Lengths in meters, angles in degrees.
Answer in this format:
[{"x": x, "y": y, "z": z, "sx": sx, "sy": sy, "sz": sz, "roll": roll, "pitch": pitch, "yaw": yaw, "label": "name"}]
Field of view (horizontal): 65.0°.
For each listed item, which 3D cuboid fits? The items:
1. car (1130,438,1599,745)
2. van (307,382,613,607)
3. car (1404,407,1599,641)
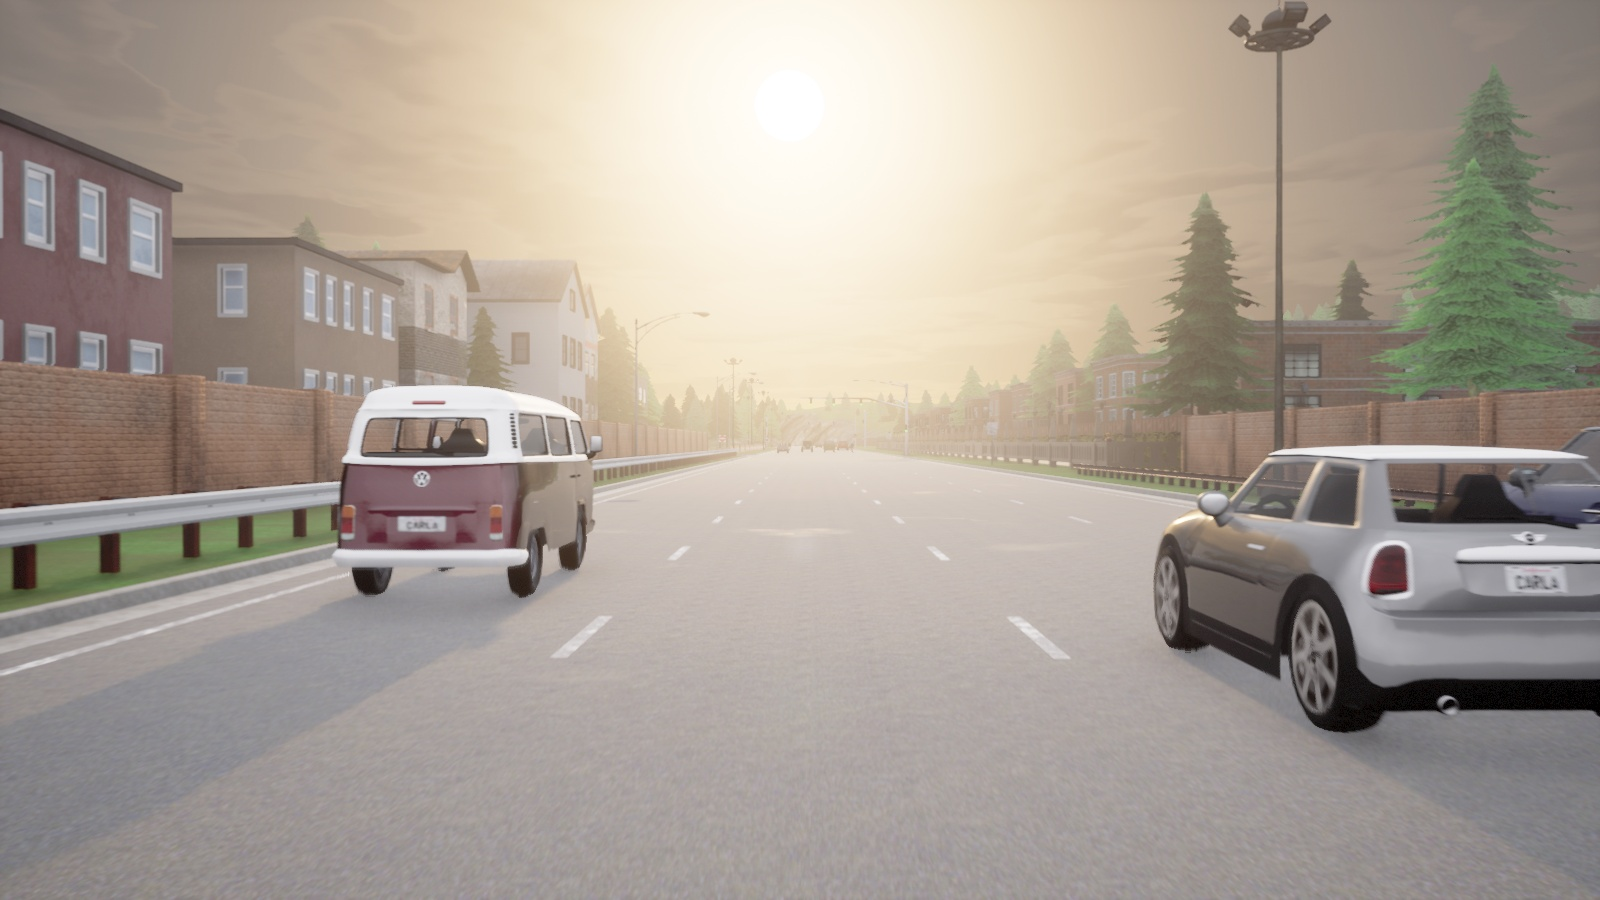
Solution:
[{"x": 3.561, "y": 0.670, "z": 7.932, "sx": 1.970, "sy": 1.475, "sz": 3.806, "roll": 0, "pitch": 0, "yaw": 0, "label": "car"}, {"x": -3.407, "y": 0.390, "z": 13.592, "sx": 2.069, "sy": 2.038, "sz": 4.480, "roll": 0, "pitch": 0, "yaw": 0, "label": "van"}, {"x": 7.074, "y": 0.553, "z": 10.259, "sx": 2.097, "sy": 1.767, "sz": 4.553, "roll": 0, "pitch": 0, "yaw": 0, "label": "car"}]
